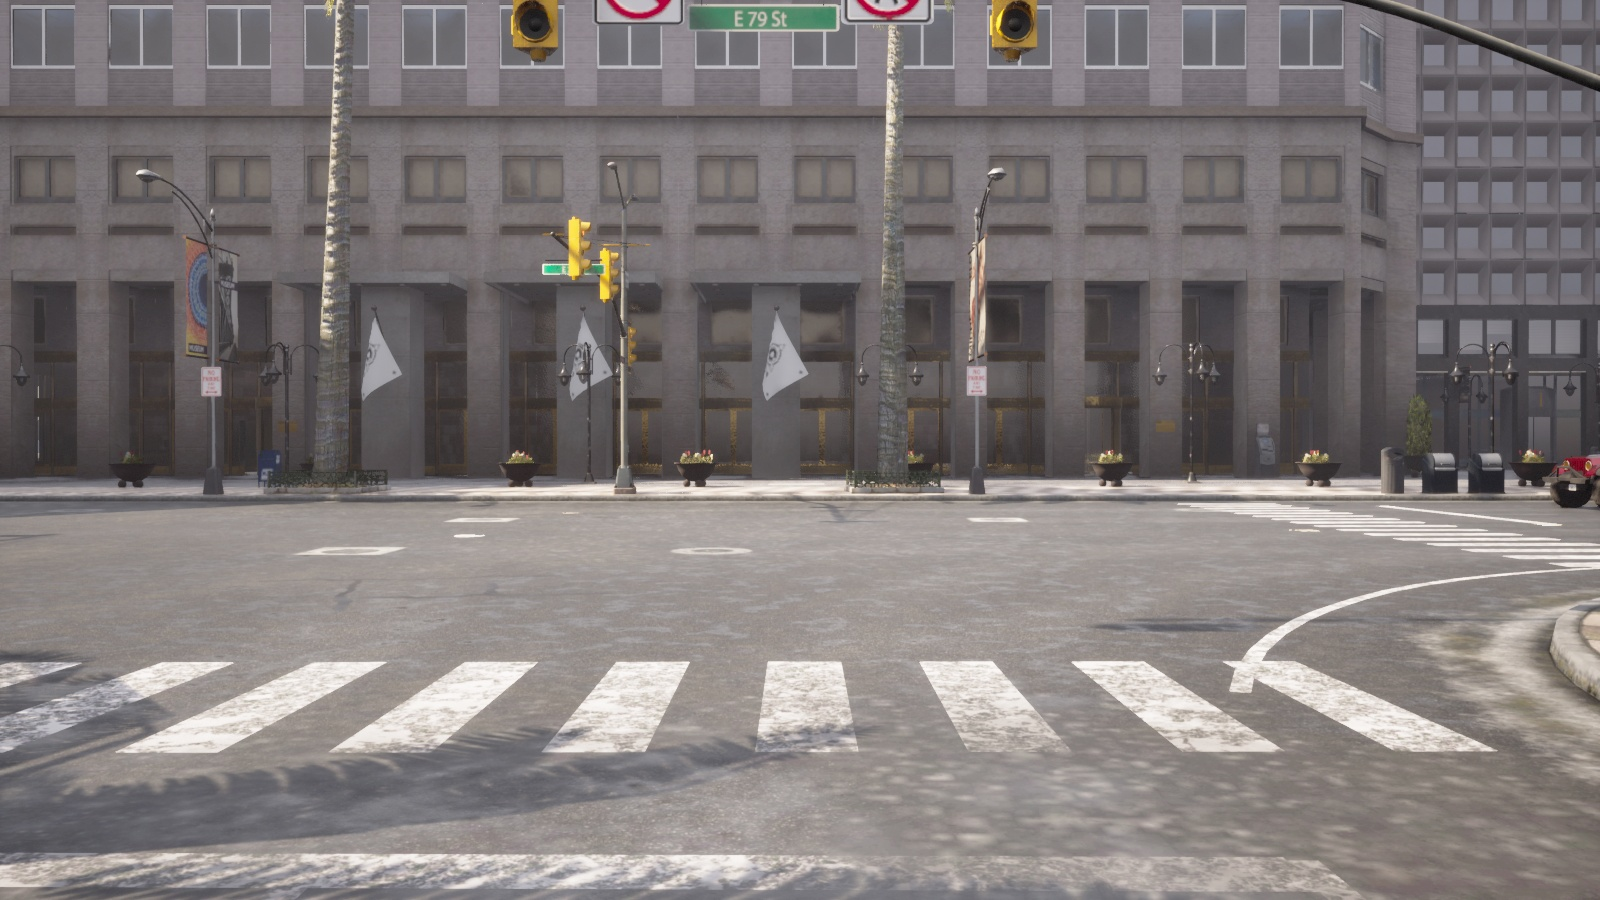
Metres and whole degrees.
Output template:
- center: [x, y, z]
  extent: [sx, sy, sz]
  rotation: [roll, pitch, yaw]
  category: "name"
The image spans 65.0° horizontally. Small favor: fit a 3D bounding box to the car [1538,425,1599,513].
- center: [18.784, 0.401, 27.708]
  extent: [3.866, 1.878, 1.905]
  rotation: [0, 0, 1]
  category: "car"
